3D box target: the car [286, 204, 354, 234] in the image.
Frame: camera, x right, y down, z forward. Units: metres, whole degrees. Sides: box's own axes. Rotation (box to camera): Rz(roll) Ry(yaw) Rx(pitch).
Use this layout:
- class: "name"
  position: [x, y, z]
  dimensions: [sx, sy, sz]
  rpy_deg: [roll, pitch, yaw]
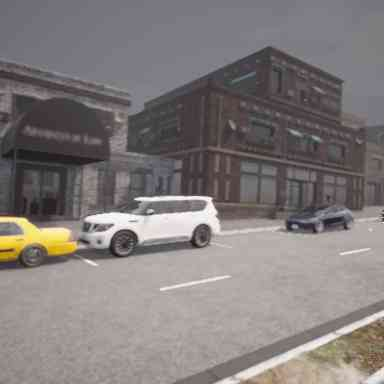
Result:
- class: "car"
  position: [7.523, 1.481, 19.384]
  dimensions: [4.792, 1.488, 2.163]
  rpy_deg: [0, 0, -36]

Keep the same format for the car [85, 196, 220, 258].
- class: "car"
  position: [-1.435, 1.178, 12.922]
  dimensions: [5.566, 2.045, 2.435]
  rpy_deg: [0, 0, -36]

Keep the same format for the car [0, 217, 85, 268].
- class: "car"
  position: [-6.150, 1.415, 9.528]
  dimensions: [5.366, 1.575, 1.946]
  rpy_deg: [0, 0, -36]

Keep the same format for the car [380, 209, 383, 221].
- class: "car"
  position: [16.521, 1.474, 25.863]
  dimensions: [4.892, 1.521, 2.231]
  rpy_deg: [0, 0, -36]
